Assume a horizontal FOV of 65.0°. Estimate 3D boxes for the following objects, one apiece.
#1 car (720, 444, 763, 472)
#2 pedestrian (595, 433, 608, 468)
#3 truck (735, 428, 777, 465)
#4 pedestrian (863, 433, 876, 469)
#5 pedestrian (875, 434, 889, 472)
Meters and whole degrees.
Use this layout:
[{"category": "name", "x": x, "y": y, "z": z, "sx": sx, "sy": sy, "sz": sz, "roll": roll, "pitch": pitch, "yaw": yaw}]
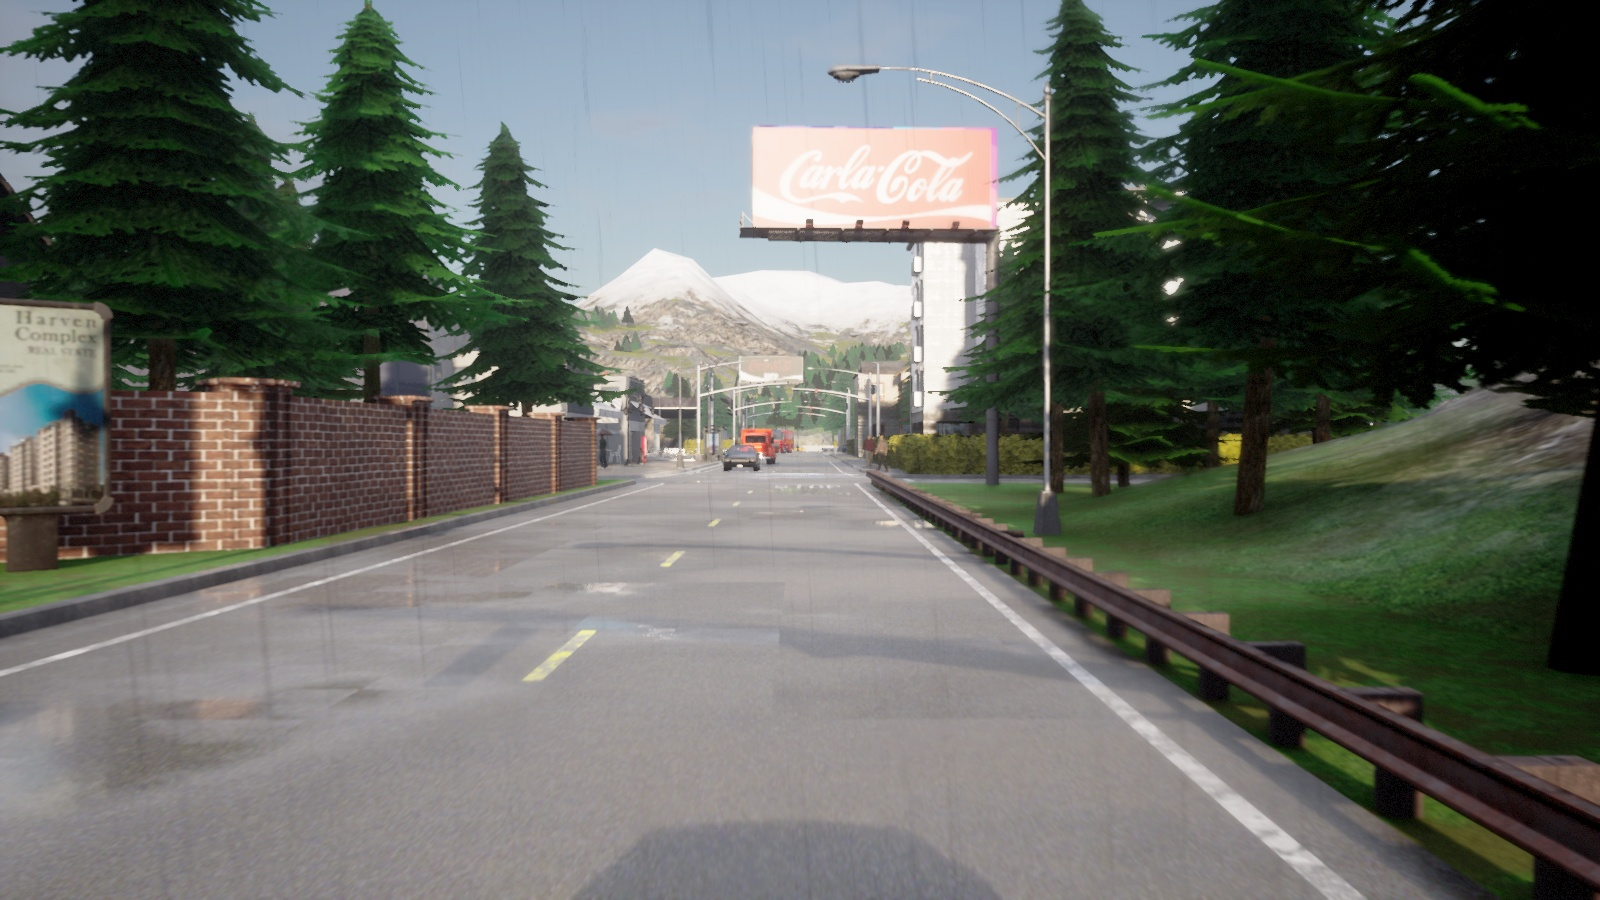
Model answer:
[{"category": "car", "x": -3.100, "y": 0.411, "z": 67.449, "sx": 2.033, "sy": 1.411, "sz": 5.357, "roll": 0, "pitch": 0, "yaw": 0}, {"category": "pedestrian", "x": -10.396, "y": 0.027, "z": 65.877, "sx": 0.353, "sy": 1.847, "sz": 0.614, "roll": 0, "pitch": 0, "yaw": 36}, {"category": "truck", "x": -2.991, "y": -0.231, "z": 86.654, "sx": 2.627, "sy": 2.467, "sz": 5.204, "roll": 0, "pitch": 0, "yaw": 0}, {"category": "pedestrian", "x": 3.592, "y": 0.039, "z": 65.278, "sx": 0.634, "sy": 1.844, "sz": 0.899, "roll": 0, "pitch": 0, "yaw": 1}, {"category": "pedestrian", "x": 3.956, "y": 0.151, "z": 60.589, "sx": 0.331, "sy": 1.846, "sz": 0.634, "roll": 0, "pitch": 0, "yaw": -40}]
